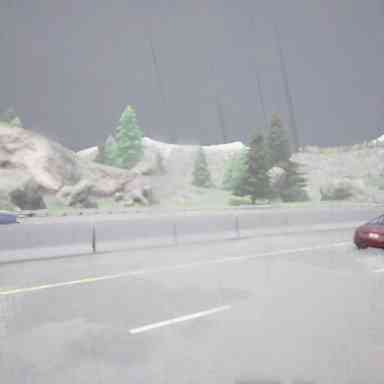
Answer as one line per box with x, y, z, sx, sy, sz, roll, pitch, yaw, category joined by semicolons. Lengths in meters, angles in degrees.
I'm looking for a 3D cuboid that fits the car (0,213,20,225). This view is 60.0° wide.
-11.846;1.523;16.957;5.357;1.411;2.033;0;0;-36;car

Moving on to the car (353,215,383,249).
8.240;1.527;12.892;4.181;1.385;1.994;0;0;-30;car
